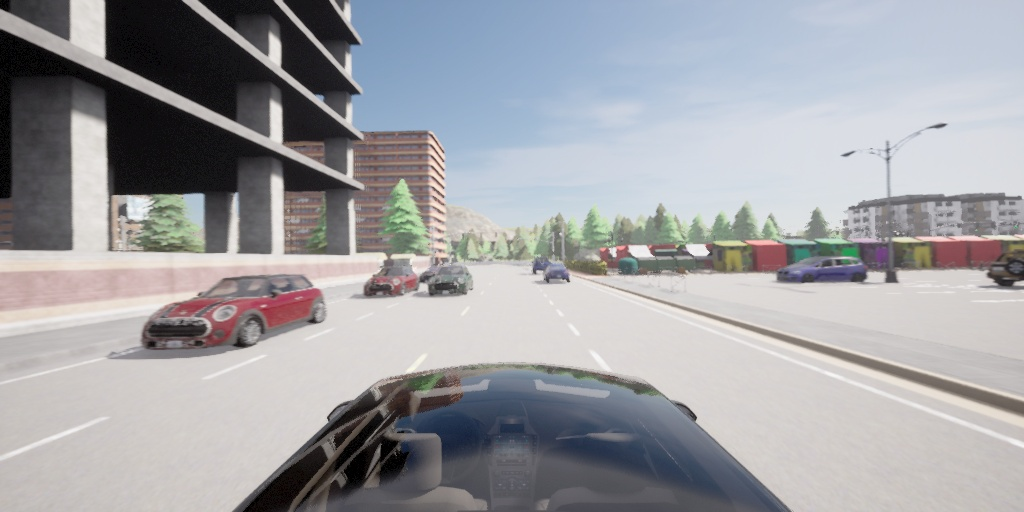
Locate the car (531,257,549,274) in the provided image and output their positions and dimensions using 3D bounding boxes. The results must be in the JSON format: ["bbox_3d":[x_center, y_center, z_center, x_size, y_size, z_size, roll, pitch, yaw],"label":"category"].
[{"bbox_3d":[3.682,1.176,45.787,2.150,2.045,5.566,-1,0,0],"label":"car"}]

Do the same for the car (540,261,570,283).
[{"bbox_3d":[3.590,1.379,29.519,1.812,1.442,4.674,-1,0,1],"label":"car"}]

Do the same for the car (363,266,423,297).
[{"bbox_3d":[-7.016,1.418,21.273,2.097,1.767,4.553,-1,0,0],"label":"car"}]

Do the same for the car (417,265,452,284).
[{"bbox_3d":[-6.954,1.632,32.829,2.033,1.411,5.357,-1,0,0],"label":"car"}]

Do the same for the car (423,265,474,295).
[{"bbox_3d":[-3.516,1.348,21.255,2.097,1.767,4.553,-1,0,0],"label":"car"}]

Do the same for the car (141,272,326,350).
[{"bbox_3d":[-7.176,1.297,9.874,2.097,1.767,4.553,-1,0,0],"label":"car"}]
